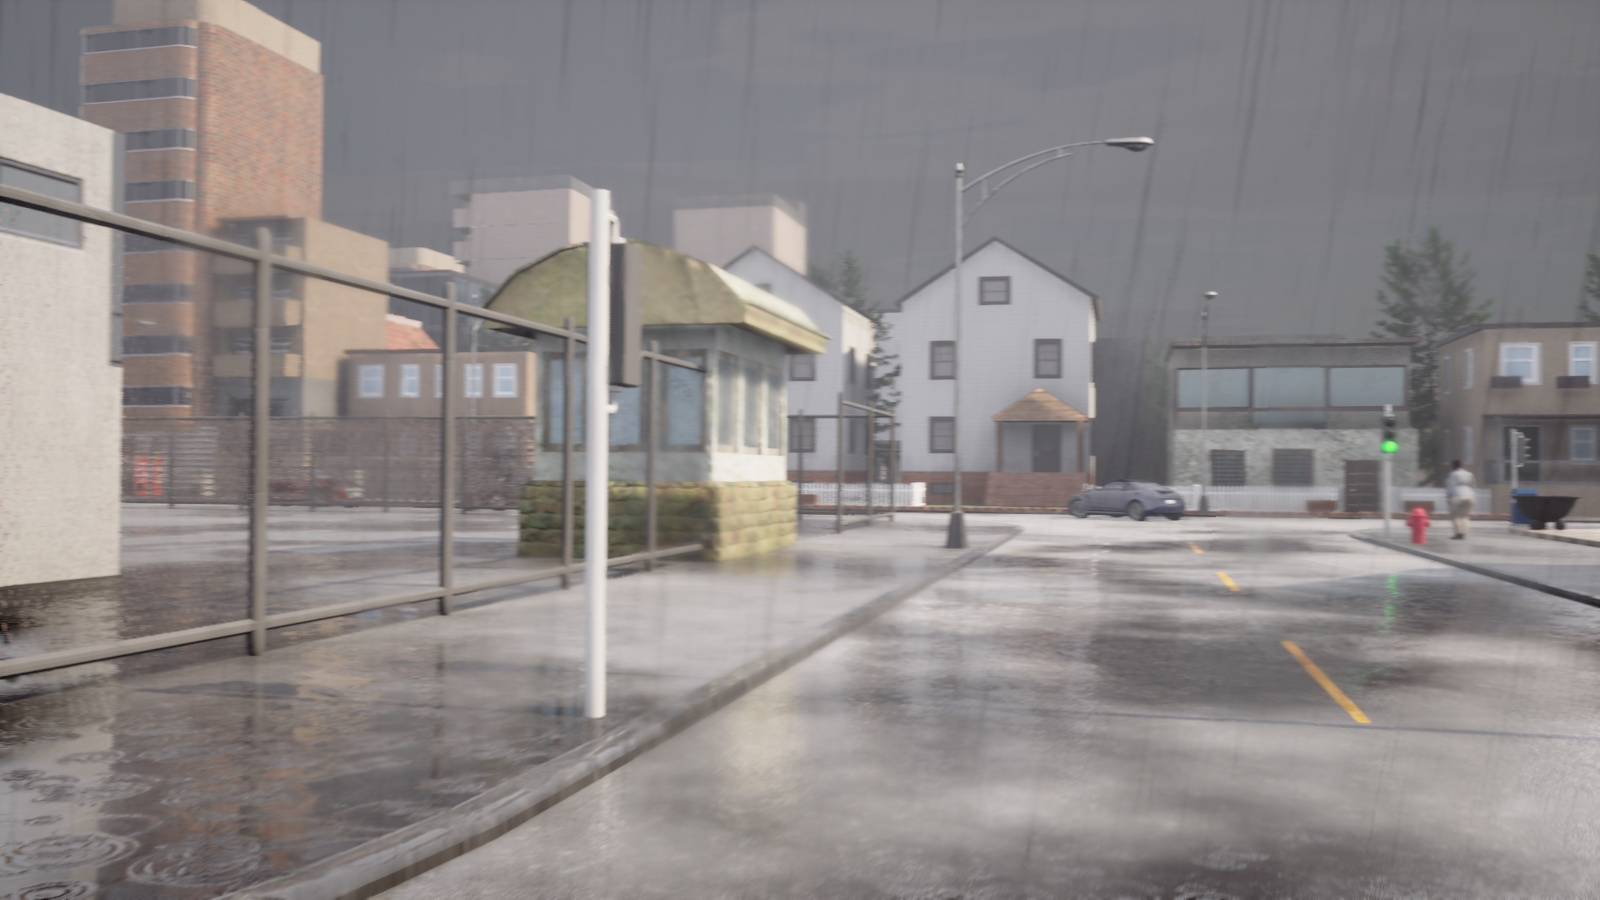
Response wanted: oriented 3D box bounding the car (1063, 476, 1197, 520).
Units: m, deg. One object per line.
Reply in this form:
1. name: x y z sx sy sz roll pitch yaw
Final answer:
1. car: 11.213 1.601 42.924 1.994 1.385 4.181 1 -1 -32

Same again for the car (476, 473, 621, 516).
1. car: -9.188 1.597 45.924 4.892 1.490 1.837 0 -1 17

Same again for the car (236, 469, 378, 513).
1. car: -19.001 1.567 48.466 4.856 1.649 2.033 0 -1 16

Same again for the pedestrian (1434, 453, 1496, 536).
1. pedestrian: 15.135 1.001 28.601 0.874 1.855 0.900 0 -1 -7
